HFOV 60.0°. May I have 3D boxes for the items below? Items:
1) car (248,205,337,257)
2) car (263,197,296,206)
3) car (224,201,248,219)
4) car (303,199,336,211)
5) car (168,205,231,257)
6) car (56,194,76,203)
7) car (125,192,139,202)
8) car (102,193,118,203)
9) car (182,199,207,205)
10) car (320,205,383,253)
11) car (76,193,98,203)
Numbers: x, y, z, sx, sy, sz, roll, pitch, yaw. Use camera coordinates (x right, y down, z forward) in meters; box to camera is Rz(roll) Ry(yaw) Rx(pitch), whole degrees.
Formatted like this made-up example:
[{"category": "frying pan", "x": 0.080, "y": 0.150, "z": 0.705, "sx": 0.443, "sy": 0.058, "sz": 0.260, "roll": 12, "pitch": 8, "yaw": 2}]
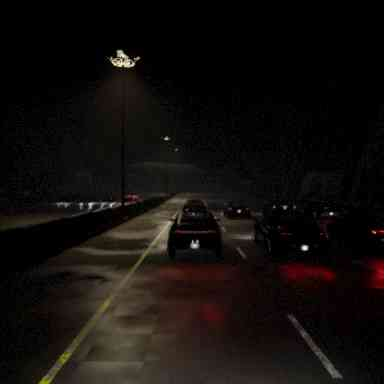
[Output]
[{"category": "car", "x": 3.621, "y": 1.493, "z": 12.984, "sx": 1.837, "sy": 1.490, "sz": 4.892, "roll": 0, "pitch": 1, "yaw": 1}, {"category": "car", "x": 7.214, "y": 1.232, "z": 27.814, "sx": 2.097, "sy": 1.767, "sz": 4.553, "roll": 0, "pitch": 1, "yaw": 1}, {"category": "car", "x": 3.717, "y": 1.444, "z": 27.986, "sx": 1.994, "sy": 1.385, "sz": 4.181, "roll": 0, "pitch": 1, "yaw": 1}, {"category": "car", "x": 10.716, "y": 1.387, "z": 27.895, "sx": 1.837, "sy": 1.490, "sz": 4.892, "roll": 0, "pitch": 1, "yaw": 1}, {"category": "car", "x": 0.119, "y": 1.479, "z": 12.961, "sx": 2.128, "sy": 1.511, "sz": 4.902, "roll": 0, "pitch": 0, "yaw": 1}, {"category": "car", "x": -20.695, "y": 1.016, "z": 55.395, "sx": 2.033, "sy": 1.411, "sz": 5.357, "roll": 0, "pitch": 1, "yaw": 1}, {"category": "car", "x": -10.209, "y": 0.812, "z": 55.877, "sx": 2.097, "sy": 1.767, "sz": 4.553, "roll": 0, "pitch": 1, "yaw": 1}, {"category": "car", "x": -13.706, "y": 0.961, "z": 55.979, "sx": 1.837, "sy": 1.490, "sz": 4.892, "roll": 0, "pitch": 1, "yaw": 1}, {"category": "car", "x": 0.215, "y": 1.385, "z": 27.964, "sx": 1.837, "sy": 1.490, "sz": 4.892, "roll": 0, "pitch": 1, "yaw": 1}, {"category": "car", "x": 7.129, "y": 1.509, "z": 13.587, "sx": 1.812, "sy": 1.442, "sz": 4.674, "roll": 0, "pitch": 1, "yaw": 1}, {"category": "car", "x": -17.205, "y": 0.963, "z": 55.864, "sx": 1.837, "sy": 1.490, "sz": 4.892, "roll": 0, "pitch": 1, "yaw": 1}]
